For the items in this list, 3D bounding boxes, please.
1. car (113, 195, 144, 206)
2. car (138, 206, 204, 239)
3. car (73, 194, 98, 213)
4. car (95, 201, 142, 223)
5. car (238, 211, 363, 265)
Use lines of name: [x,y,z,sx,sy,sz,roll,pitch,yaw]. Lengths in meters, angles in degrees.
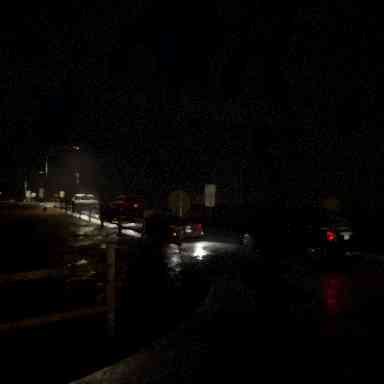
car: [-6.500,1.358,33.083,2.150,2.045,5.566,2,-1,-29]
car: [-1.052,1.636,17.330,1.994,1.385,4.181,2,-1,-27]
car: [-11.817,1.292,36.848,2.150,2.045,5.566,2,-1,-29]
car: [-5.816,1.625,25.932,1.994,1.385,4.181,2,-1,-29]
car: [3.874,1.478,12.629,2.097,1.767,4.553,3,-1,-35]
